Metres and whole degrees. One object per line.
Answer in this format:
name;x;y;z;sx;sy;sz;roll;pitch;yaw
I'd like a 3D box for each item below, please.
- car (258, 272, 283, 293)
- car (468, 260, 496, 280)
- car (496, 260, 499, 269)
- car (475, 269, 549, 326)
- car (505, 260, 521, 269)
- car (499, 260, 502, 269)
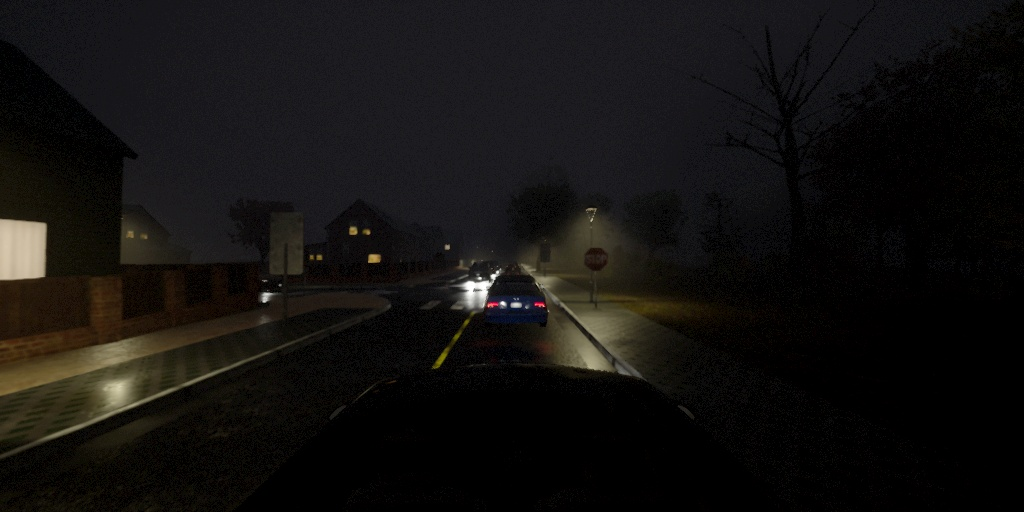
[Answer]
car;-14.781;1.299;19.354;4.674;1.442;1.812;0;-2;2
car;-2.832;1.300;32.291;2.128;1.511;4.902;0;0;0
car;-2.814;1.343;42.398;1.837;1.490;4.892;0;0;0
car;0.099;1.311;11.704;2.033;1.411;5.357;0;0;0
car;0.135;1.375;45.722;1.812;1.442;4.674;0;0;0
car;-2.794;1.381;52.613;1.837;1.490;4.892;0;0;0
